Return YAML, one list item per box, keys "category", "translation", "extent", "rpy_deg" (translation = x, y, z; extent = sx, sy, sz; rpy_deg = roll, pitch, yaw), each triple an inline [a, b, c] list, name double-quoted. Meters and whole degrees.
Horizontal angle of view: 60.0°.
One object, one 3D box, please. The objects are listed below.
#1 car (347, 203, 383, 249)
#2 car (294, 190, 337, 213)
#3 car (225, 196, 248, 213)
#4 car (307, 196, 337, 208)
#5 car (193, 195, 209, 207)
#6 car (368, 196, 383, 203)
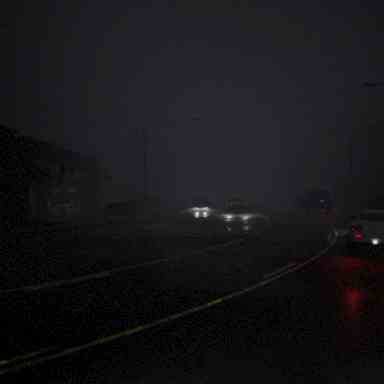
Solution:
- category: "car"
  translation: [7.151, 1.353, 12.868]
  extent: [1.812, 1.442, 4.674]
  rpy_deg: [0, 1, 30]
- category: "car"
  translation: [11.454, 0.858, 31.664]
  extent: [2.150, 2.045, 5.566]
  rpy_deg: [-1, 0, 2]
- category: "car"
  translation: [4.302, 1.189, 32.829]
  extent: [1.882, 1.535, 5.008]
  rpy_deg: [-1, 0, 2]
- category: "car"
  translation: [15.212, 1.144, 39.184]
  extent: [1.895, 1.301, 4.718]
  rpy_deg: [-1, 0, 2]
- category: "car"
  translation: [1.208, 1.158, 43.674]
  extent: [2.128, 1.511, 4.902]
  rpy_deg: [-1, 0, 2]
- category: "car"
  translation: [14.289, 1.021, 24.200]
  extent: [2.097, 1.767, 4.553]
  rpy_deg: [-1, 1, 8]
